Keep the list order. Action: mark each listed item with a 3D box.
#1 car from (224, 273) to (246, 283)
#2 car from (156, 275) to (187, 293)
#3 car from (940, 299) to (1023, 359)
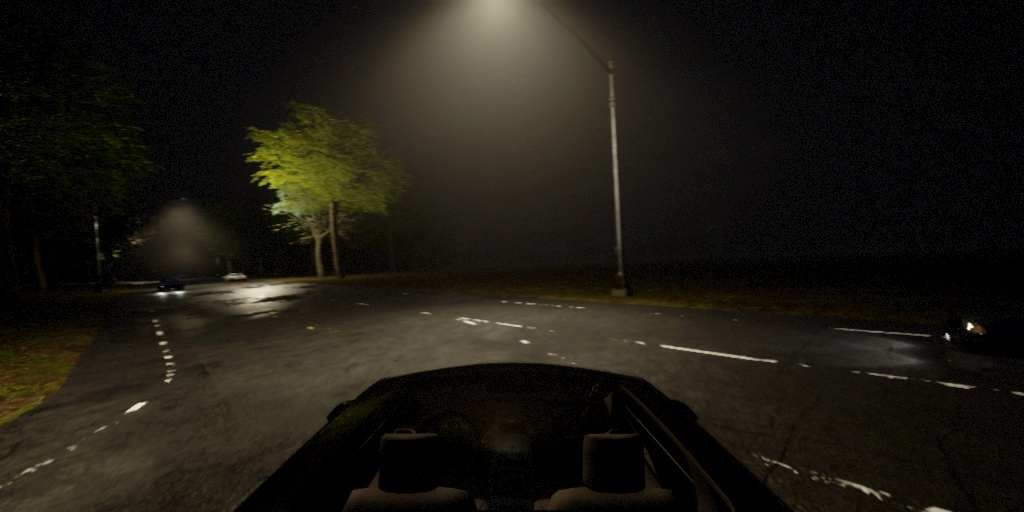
[{"bbox_3d":[-38.595,3.051,49.873,4.718,1.301,1.895,-3,0,44],"label":"car"},{"bbox_3d":[-34.797,2.887,36.502,5.357,1.411,2.033,-3,1,44],"label":"car"},{"bbox_3d":[9.059,0.866,4.038,5.357,1.411,2.033,-2,0,44],"label":"car"}]
